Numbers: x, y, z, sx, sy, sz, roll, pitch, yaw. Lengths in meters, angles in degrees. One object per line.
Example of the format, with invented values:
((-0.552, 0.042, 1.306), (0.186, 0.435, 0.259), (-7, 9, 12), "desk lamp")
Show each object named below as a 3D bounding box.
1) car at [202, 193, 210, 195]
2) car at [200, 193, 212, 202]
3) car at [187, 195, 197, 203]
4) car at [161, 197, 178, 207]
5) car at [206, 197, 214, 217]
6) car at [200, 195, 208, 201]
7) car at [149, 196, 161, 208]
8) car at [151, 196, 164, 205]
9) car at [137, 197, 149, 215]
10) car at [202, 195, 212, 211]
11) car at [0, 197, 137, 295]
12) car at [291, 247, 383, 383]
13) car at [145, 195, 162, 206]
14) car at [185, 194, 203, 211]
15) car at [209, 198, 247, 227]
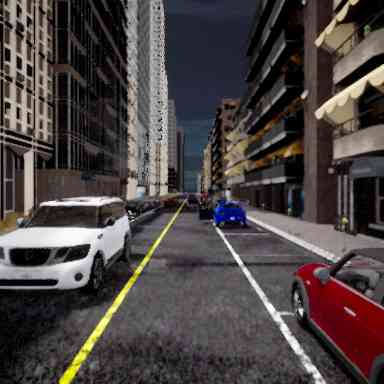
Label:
((2.701, 1.244, 55.146), (1.967, 1.590, 4.097), (0, 0, 0), "car")
((2.704, 1.083, 66.443), (2.192, 1.841, 5.009), (0, 0, 0), "car")
((0.014, 1.286, 64.146), (1.837, 1.490, 4.892), (0, 0, 0), "car")
((-3.068, 1.425, 48.504), (1.895, 1.301, 4.718), (0, 0, 0), "car")
((2.698, 1.444, 32.553), (1.947, 1.339, 4.313), (0, 0, 0), "car")
((2.705, 1.315, 77.741), (1.802, 1.307, 4.206), (0, 0, 0), "car")
((-5.681, 1.390, 43.851), (2.008, 1.369, 4.403), (0, 0, 0), "car")
((-5.679, 1.329, 54.978), (1.752, 1.417, 4.829), (0, 0, 0), "car")
((-5.683, 1.444, 32.554), (1.947, 1.339, 4.313), (0, 0, 0), "car")
((2.699, 1.390, 43.850), (2.008, 1.369, 4.403), (0, 0, 0), "car")
((-3.096, 1.185, 8.981), (2.150, 2.045, 5.566), (0, 0, 0), "car")
((2.693, 1.423, 4.310), (1.967, 1.590, 4.097), (0, 0, 0), "car")
((-5.680, 1.261, 49.500), (1.967, 1.590, 4.097), (0, 0, 0), "car")
((0.061, 1.326, 45.608), (2.128, 1.511, 4.902), (0, 0, 0), "car")
((2.365, 1.394, 21.967), (1.882, 1.535, 5.008), (0, 0, 0), "car")
